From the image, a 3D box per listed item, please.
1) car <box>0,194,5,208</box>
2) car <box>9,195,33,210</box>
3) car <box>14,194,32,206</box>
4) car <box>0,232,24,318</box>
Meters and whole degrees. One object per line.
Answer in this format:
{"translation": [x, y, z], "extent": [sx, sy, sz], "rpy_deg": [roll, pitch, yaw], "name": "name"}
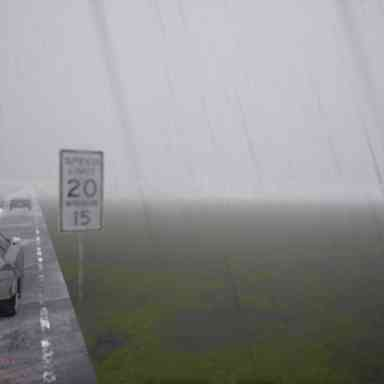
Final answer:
{"translation": [-22.140, 0.932, 37.322], "extent": [2.128, 1.511, 4.902], "rpy_deg": [0, 1, -25], "name": "car"}
{"translation": [-17.384, 0.999, 33.838], "extent": [1.882, 1.535, 5.008], "rpy_deg": [0, 1, -25], "name": "car"}
{"translation": [-21.935, 0.979, 43.296], "extent": [1.895, 1.301, 4.718], "rpy_deg": [0, 1, -25], "name": "car"}
{"translation": [-4.535, 1.463, 6.723], "extent": [1.994, 1.385, 4.181], "rpy_deg": [0, 1, -25], "name": "car"}
